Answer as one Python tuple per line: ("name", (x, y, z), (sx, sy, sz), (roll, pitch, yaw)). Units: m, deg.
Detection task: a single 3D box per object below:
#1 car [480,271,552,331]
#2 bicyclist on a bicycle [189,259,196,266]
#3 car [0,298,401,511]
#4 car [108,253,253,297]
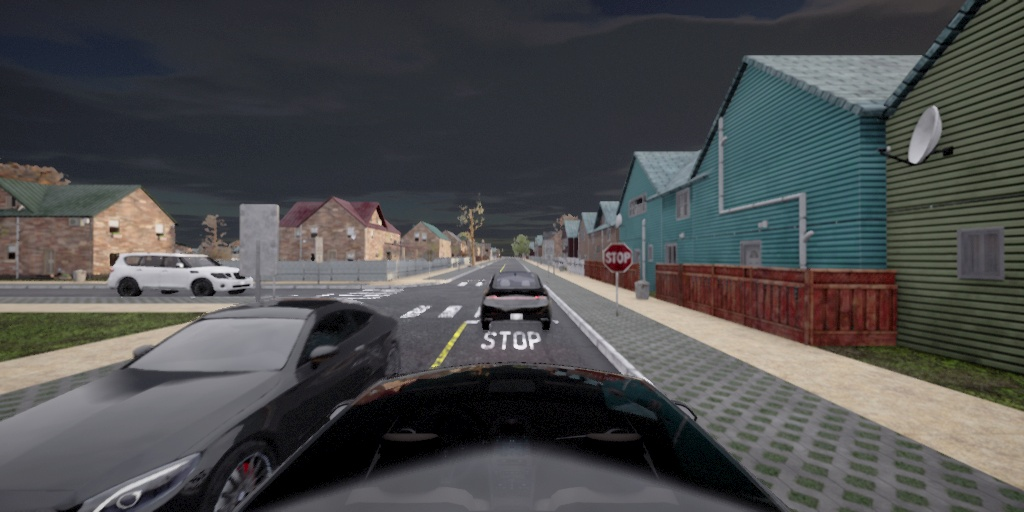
("car", (0.106, 1.202, 10.861), (2.128, 1.511, 4.902), (0, 0, 0))
("bicyclist on a bicycle", (-20.201, 1.002, 22.754), (0.582, 1.620, 1.656), (0, 0, 0))
("car", (-2.690, 1.265, 4.030), (1.812, 1.442, 4.674), (0, 0, 1))
("car", (-15.489, 0.881, 16.926), (5.566, 2.045, 2.150), (1, 0, 0))
